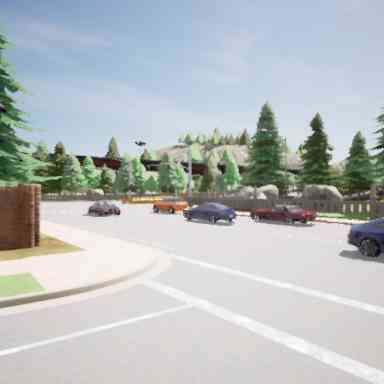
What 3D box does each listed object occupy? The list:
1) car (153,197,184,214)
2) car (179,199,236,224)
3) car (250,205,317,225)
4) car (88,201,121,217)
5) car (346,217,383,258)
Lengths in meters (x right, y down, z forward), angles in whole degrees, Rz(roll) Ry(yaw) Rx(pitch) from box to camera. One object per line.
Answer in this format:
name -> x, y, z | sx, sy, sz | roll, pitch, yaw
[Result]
car -> -2.316, 1.358, 35.511 | 2.097, 1.767, 4.553 | 0, 0, -38
car -> 1.320, 1.537, 25.065 | 1.812, 1.442, 4.674 | 0, 0, -38
car -> 6.458, 1.606, 24.170 | 1.895, 1.301, 4.718 | 0, 0, -38
car -> -8.377, 1.583, 31.674 | 1.994, 1.385, 4.181 | 0, 0, -37
car -> 7.579, 1.542, 10.975 | 1.812, 1.442, 4.674 | 0, 0, -38
